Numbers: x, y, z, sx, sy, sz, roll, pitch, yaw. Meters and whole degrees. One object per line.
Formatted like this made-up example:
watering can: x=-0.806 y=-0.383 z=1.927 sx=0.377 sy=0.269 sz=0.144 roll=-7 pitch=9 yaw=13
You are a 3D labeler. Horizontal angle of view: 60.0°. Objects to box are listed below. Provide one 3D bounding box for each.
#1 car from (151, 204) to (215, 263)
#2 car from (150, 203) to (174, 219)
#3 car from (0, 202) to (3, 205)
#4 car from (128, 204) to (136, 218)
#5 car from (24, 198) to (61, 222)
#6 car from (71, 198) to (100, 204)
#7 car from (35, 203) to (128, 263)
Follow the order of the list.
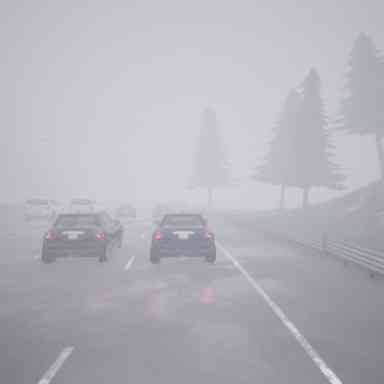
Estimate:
car: x=-0.406 y=1.465 z=12.680 sx=2.097 sy=1.767 sz=4.553 roll=0 pitch=-1 yaw=-4
car: x=-3.023 y=1.863 z=33.206 sx=1.994 sy=1.385 sz=4.181 roll=0 pitch=0 yaw=-11
car: x=-28.519 y=1.989 z=47.830 sx=1.812 sy=1.442 sz=4.674 roll=0 pitch=-1 yaw=-17
car: x=-6.635 y=1.871 z=33.468 sx=1.994 sy=1.385 sz=4.181 roll=0 pitch=0 yaw=-11
car: x=-12.903 y=1.500 z=29.153 sx=2.150 sy=2.045 sz=5.566 roll=0 pitch=0 yaw=-10
car: x=-9.349 y=1.495 z=29.167 sx=2.150 sy=2.045 sz=5.566 roll=0 pitch=0 yaw=-10
car: x=-3.921 y=1.470 z=12.681 sx=2.097 sy=1.767 sz=4.553 roll=0 pitch=-1 yaw=-4
